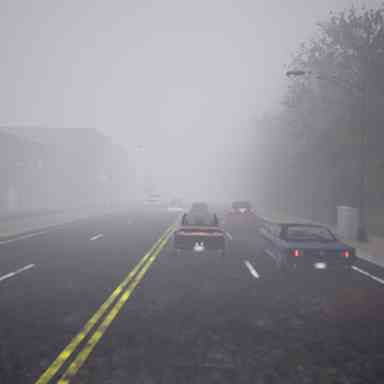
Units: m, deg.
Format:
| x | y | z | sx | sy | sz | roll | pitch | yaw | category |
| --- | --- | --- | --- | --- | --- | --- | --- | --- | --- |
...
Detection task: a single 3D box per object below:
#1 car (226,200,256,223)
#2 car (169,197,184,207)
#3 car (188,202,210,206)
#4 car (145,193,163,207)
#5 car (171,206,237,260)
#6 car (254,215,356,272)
| x | y | z | sx | sy | sz | roll | pitch | yaw | category |
| --- | --- | --- | --- | --- | --- | --- | --- | --- | --- |
| 3.872 | 1.440 | 27.158 | 2.097 | 1.767 | 4.553 | 1 | 0 | 2 | car |
| -2.262 | 1.486 | 49.609 | 2.128 | 1.511 | 4.902 | 1 | 0 | 2 | car |
| 0.657 | 1.558 | 28.525 | 1.812 | 1.442 | 4.674 | 1 | 0 | 2 | car |
| -5.517 | 1.158 | 49.220 | 2.150 | 2.045 | 5.566 | 1 | 0 | 2 | car |
| 0.286 | 1.506 | 12.566 | 2.128 | 1.511 | 4.902 | 1 | 0 | 2 | car |
| 3.492 | 1.672 | 11.068 | 1.895 | 1.301 | 4.718 | 1 | 0 | 2 | car |
